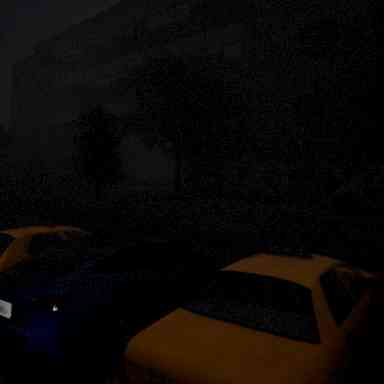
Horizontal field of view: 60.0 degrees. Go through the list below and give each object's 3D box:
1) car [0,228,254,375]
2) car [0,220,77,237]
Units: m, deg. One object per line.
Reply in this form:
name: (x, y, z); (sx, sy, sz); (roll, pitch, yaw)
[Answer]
car: (-0.963, 1.480, 6.006); (2.163, 1.488, 4.792); (1, 0, 36)
car: (-3.144, 1.427, 7.756); (1.946, 1.575, 5.366); (0, 0, 36)
